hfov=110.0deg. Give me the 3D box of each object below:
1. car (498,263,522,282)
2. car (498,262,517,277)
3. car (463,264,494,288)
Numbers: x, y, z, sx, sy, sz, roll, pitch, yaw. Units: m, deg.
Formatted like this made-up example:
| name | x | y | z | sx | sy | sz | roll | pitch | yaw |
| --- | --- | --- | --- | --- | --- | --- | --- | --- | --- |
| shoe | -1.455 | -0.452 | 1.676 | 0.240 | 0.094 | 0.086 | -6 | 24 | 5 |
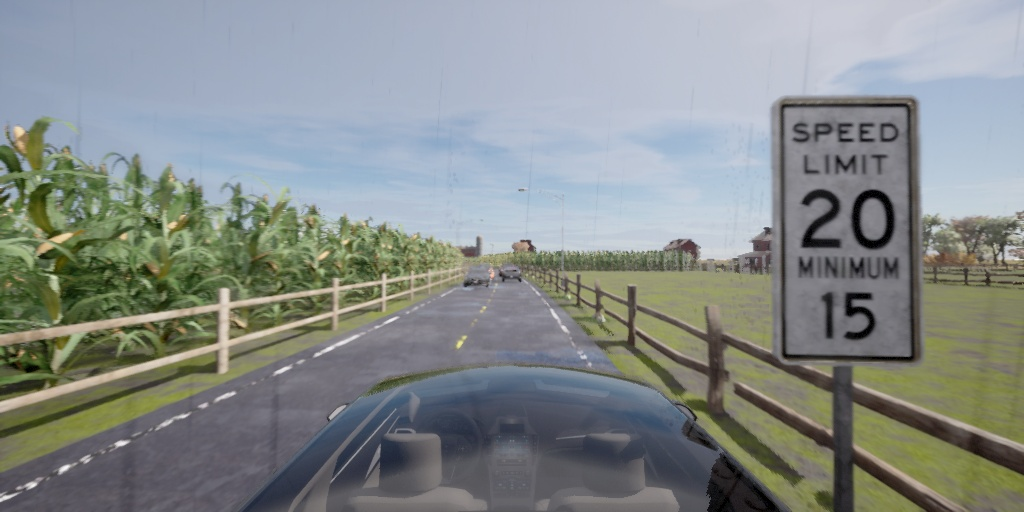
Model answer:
| name | x | y | z | sx | sy | sz | roll | pitch | yaw |
| --- | --- | --- | --- | --- | --- | --- | --- | --- | --- |
| car | -0.051 | 1.694 | 34.570 | 2.128 | 1.511 | 4.902 | 1 | -1 | -1 |
| car | -0.621 | 1.694 | 45.505 | 2.097 | 1.767 | 4.553 | 1 | -1 | -4 |
| car | -2.615 | 1.624 | 27.726 | 1.837 | 1.490 | 4.892 | 1 | -1 | -1 |
